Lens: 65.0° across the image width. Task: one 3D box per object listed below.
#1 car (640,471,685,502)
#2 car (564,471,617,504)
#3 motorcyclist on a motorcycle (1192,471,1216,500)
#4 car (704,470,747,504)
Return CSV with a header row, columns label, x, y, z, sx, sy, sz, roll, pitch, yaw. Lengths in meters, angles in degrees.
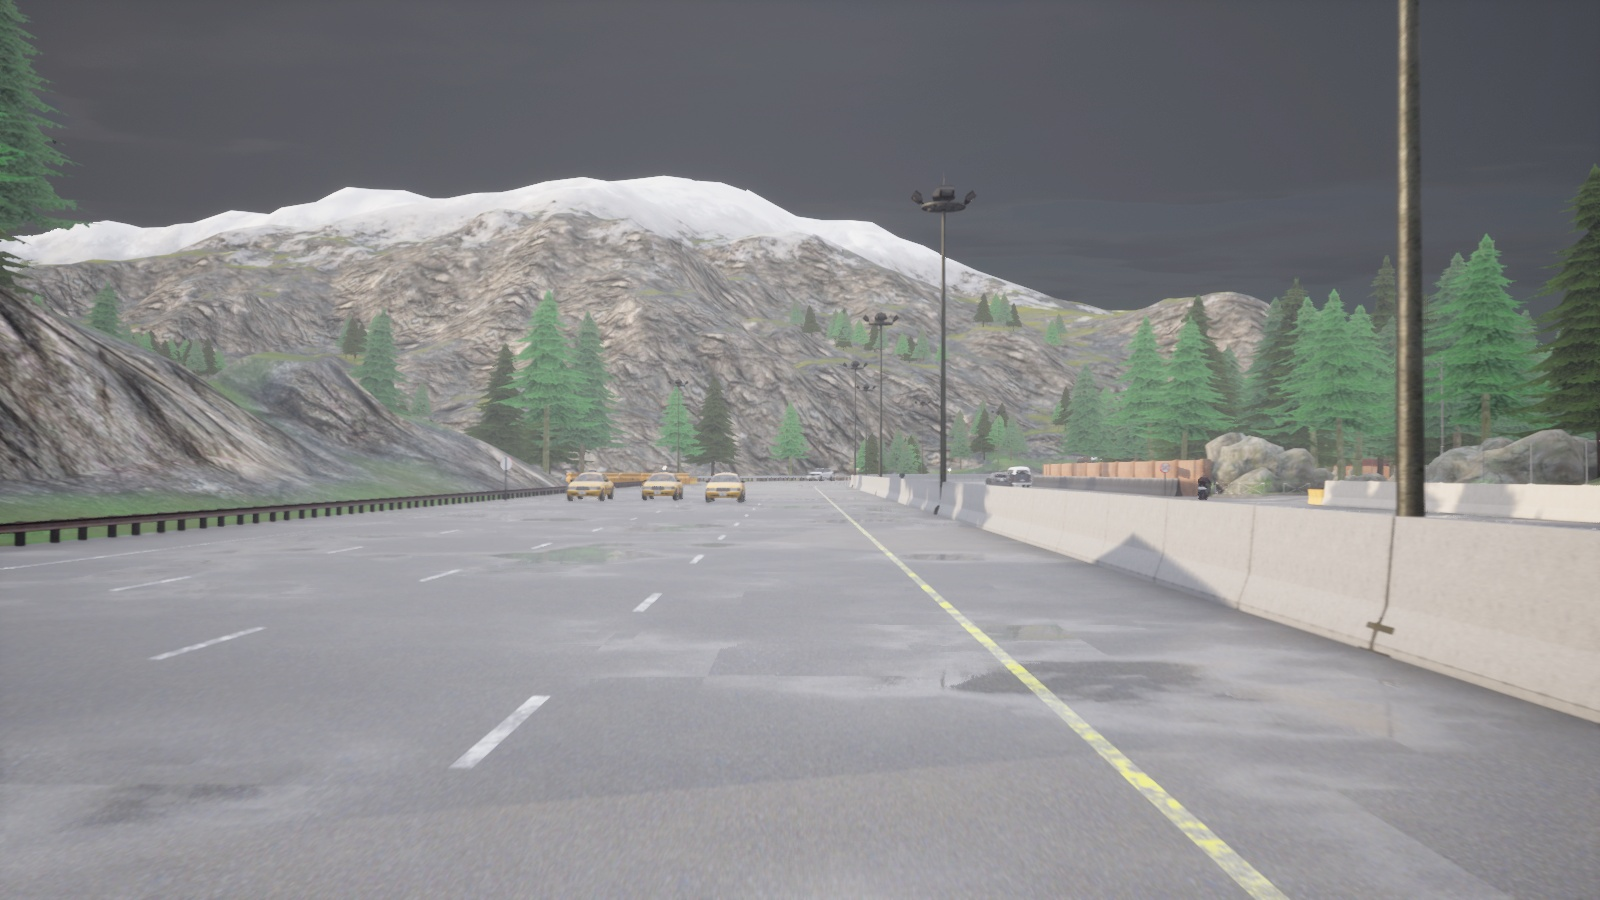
label,x,y,z,sx,sy,sz,roll,pitch,yaw
car,-7.160,1.883,65.877,1.801,1.575,5.366,0,-1,0
car,-10.656,1.869,64.196,1.801,1.575,5.366,0,-1,0
motorcyclist on a motorcycle,21.795,1.897,67.754,0.866,1.530,2.191,2,0,27
car,-3.651,1.807,62.114,1.801,1.575,5.366,0,-1,0
